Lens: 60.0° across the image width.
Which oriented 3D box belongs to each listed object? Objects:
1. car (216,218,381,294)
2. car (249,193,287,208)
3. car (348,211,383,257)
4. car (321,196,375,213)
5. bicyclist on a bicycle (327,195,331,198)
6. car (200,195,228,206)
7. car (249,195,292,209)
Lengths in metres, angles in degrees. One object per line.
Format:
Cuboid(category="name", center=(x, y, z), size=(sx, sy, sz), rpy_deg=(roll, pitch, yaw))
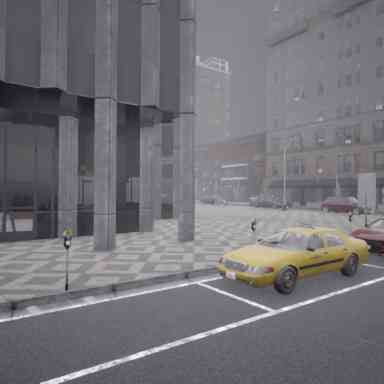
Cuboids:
Cuboid(category="car", center=(2.821, 1.527, 8.777), size=(4.829, 1.417, 1.752), rpy_deg=(0, 1, -36))
Cuboid(category="car", center=(9.834, 1.115, 43.470), size=(2.097, 1.767, 4.553), rpy_deg=(1, 0, -35))
Cuboid(category="car", center=(7.535, 1.547, 12.148), size=(4.507, 1.381, 1.887), rpy_deg=(0, 1, -36))
Cuboid(category="car", center=(14.576, 1.198, 31.210), size=(2.097, 1.767, 4.553), rpy_deg=(1, 0, -35))
Cuboid(category="bicyclist on a bicycle", center=(16.332, 1.158, 39.536), size=(1.656, 1.620, 0.582), rpy_deg=(0, 0, -35))
Cuboid(category="car", center=(3.094, 1.156, 47.478), size=(2.128, 1.511, 4.902), rpy_deg=(1, 0, -35))
Cuboid(category="car", center=(9.055, 1.306, 39.020), size=(2.033, 1.411, 5.357), rpy_deg=(1, 0, -36))
